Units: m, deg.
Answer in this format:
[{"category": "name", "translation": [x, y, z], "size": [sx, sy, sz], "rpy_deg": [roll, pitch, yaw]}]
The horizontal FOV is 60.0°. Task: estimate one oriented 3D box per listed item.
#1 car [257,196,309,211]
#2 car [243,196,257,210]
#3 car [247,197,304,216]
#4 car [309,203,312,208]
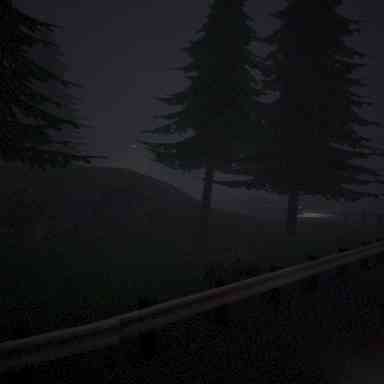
[{"category": "car", "translation": [9.808, 1.507, 36.372], "size": [4.892, 1.490, 1.837], "rpy_deg": [0, 0, 36]}, {"category": "car", "translation": [8.772, 1.348, 41.425], "size": [4.553, 1.767, 2.097], "rpy_deg": [0, 0, 36]}, {"category": "car", "translation": [8.262, 1.527, 33.172], "size": [4.674, 1.442, 1.812], "rpy_deg": [0, 0, 36]}, {"category": "car", "translation": [12.917, 1.525, 42.758], "size": [4.674, 1.442, 1.812], "rpy_deg": [0, 0, 36]}]
